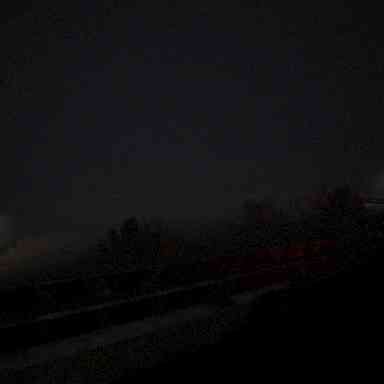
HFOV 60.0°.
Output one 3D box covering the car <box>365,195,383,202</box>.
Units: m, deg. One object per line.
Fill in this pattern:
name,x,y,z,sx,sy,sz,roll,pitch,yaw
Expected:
car,44.203,1.424,81.251,2.097,1.767,4.553,0,0,2
